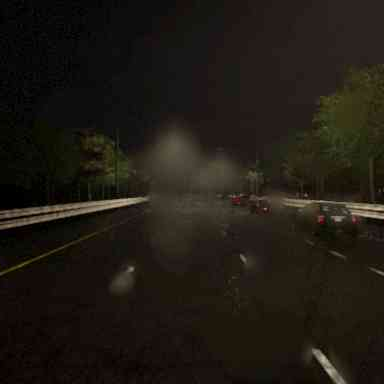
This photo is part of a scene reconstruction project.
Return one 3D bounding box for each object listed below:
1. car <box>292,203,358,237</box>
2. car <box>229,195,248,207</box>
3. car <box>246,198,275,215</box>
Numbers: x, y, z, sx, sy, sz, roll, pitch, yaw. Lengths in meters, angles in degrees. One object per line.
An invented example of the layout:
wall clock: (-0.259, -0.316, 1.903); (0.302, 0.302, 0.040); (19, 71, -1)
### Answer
car: (7.004, 1.352, 18.058); (2.097, 1.767, 4.553); (0, 0, 0)
car: (7.008, 1.530, 51.572); (1.812, 1.442, 4.674); (0, 0, 0)
car: (7.006, 1.565, 33.675); (1.994, 1.385, 4.181); (0, 0, 0)
